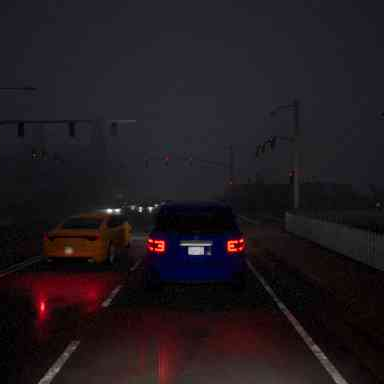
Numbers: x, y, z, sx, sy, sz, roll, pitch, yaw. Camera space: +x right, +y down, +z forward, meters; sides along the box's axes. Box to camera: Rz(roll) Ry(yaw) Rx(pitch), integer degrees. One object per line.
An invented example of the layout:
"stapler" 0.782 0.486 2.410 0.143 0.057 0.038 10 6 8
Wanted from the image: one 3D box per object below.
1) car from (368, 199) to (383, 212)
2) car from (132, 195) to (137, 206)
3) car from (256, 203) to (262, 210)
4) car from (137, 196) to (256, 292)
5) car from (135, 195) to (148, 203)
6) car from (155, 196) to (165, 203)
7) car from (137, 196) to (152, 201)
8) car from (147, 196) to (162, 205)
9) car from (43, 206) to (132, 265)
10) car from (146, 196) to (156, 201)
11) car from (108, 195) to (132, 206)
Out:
"car" 21.793 1.353 36.352 4.553 1.767 2.097 0 0 -1
"car" -10.416 1.352 56.178 2.097 1.767 4.553 0 0 0
"car" 5.086 1.547 37.041 5.357 1.411 2.033 0 0 17
"car" 0.089 1.221 9.061 2.150 2.045 5.566 0 0 0
"car" -10.307 1.477 68.069 1.882 1.535 5.008 0 0 0
"car" -6.789 1.524 71.176 1.812 1.442 4.674 0 0 0
"car" -6.927 1.526 51.649 1.812 1.442 4.674 0 0 0
"car" -6.885 1.547 61.247 2.033 1.411 5.357 0 0 1
"car" -3.389 1.478 11.686 1.882 1.535 5.008 0 0 0
"car" -10.255 1.580 82.816 1.895 1.301 4.718 0 0 0
"car" -10.454 1.491 47.050 2.128 1.511 4.902 0 0 0
